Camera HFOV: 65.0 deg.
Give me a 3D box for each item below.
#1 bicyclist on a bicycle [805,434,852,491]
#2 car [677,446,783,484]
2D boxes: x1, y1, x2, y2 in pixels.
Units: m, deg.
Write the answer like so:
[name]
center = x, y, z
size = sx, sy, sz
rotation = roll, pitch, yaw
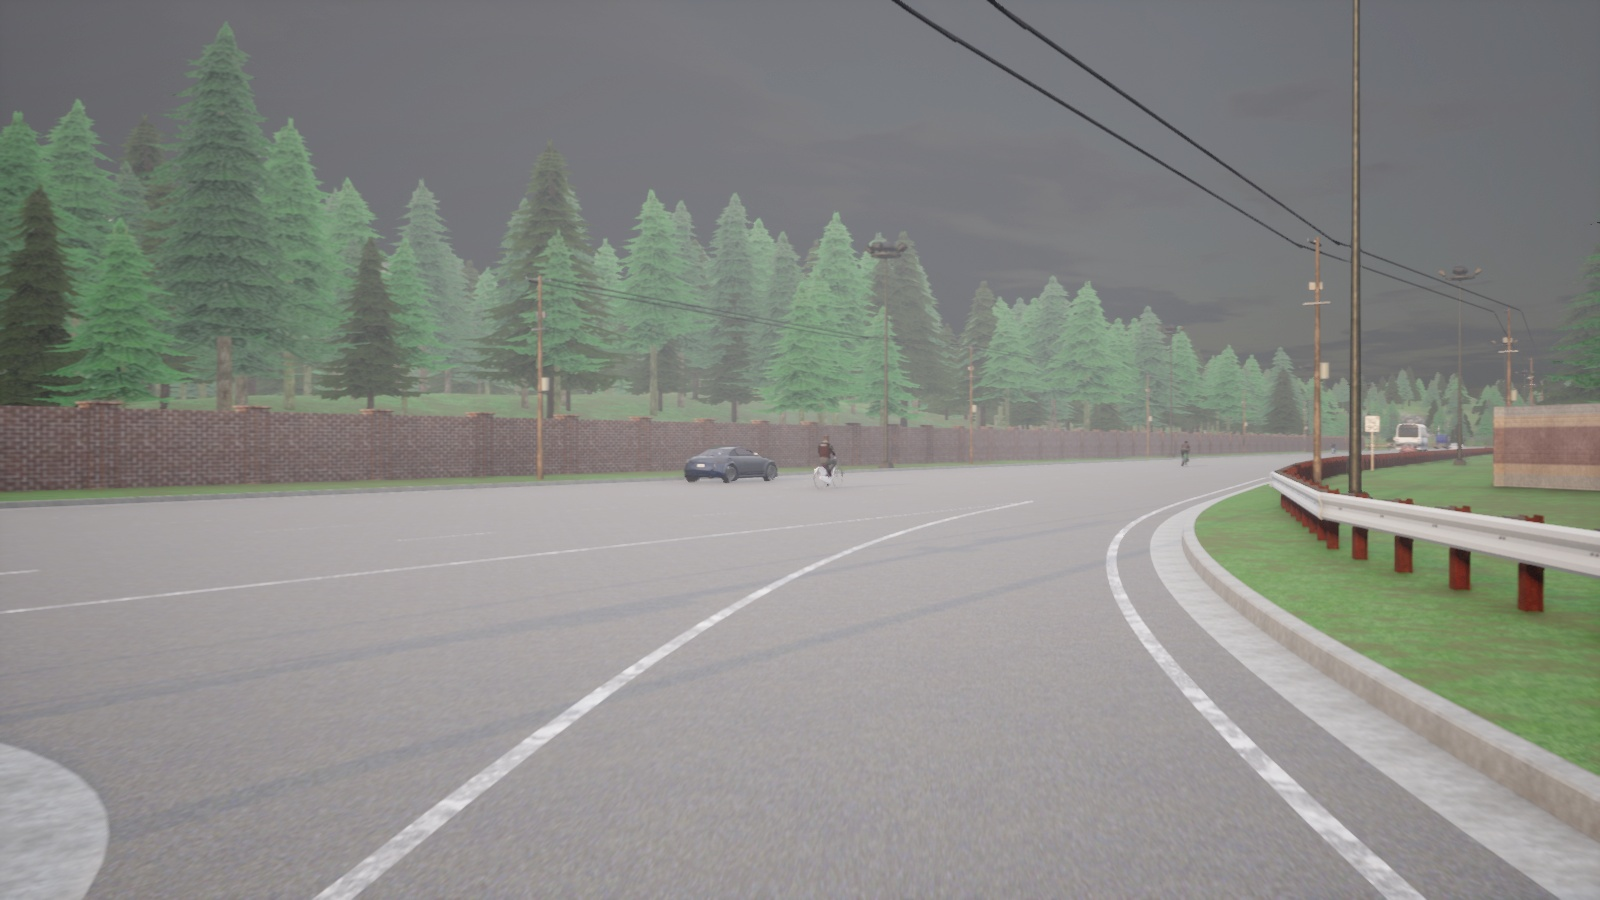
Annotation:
[bicyclist on a bicycle]
center = 0.937, 0.389, 40.576
size = 0.659, 1.776, 1.843
rotation = 0, 1, 32
[car]
center = -2.634, 0.535, 48.123
size = 1.994, 1.385, 4.181
rotation = 0, 0, 32
